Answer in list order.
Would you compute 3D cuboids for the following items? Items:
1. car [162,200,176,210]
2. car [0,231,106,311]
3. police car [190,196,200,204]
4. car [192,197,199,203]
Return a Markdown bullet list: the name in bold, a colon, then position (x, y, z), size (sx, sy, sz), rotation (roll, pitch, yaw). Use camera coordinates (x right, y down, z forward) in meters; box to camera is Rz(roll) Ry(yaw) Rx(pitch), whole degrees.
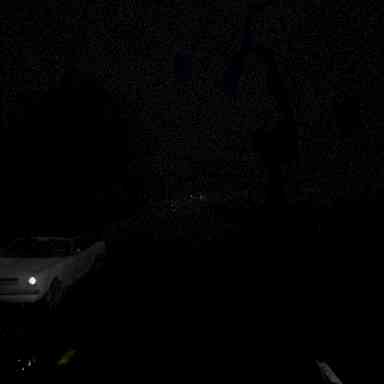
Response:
- **car**: position (-3.566, 1.982, 52.757), size (1.837, 1.490, 4.892), rotation (0, 0, 0)
- **car**: position (-3.601, 1.708, 8.138), size (1.895, 1.301, 4.718), rotation (0, -1, 0)
- **police car**: position (1.048, 2.062, 84.470), size (1.930, 1.638, 5.238), rotation (0, 0, 0)
- **car**: position (1.049, 2.206, 94.367), size (1.812, 1.442, 4.674), rotation (0, 0, 0)
